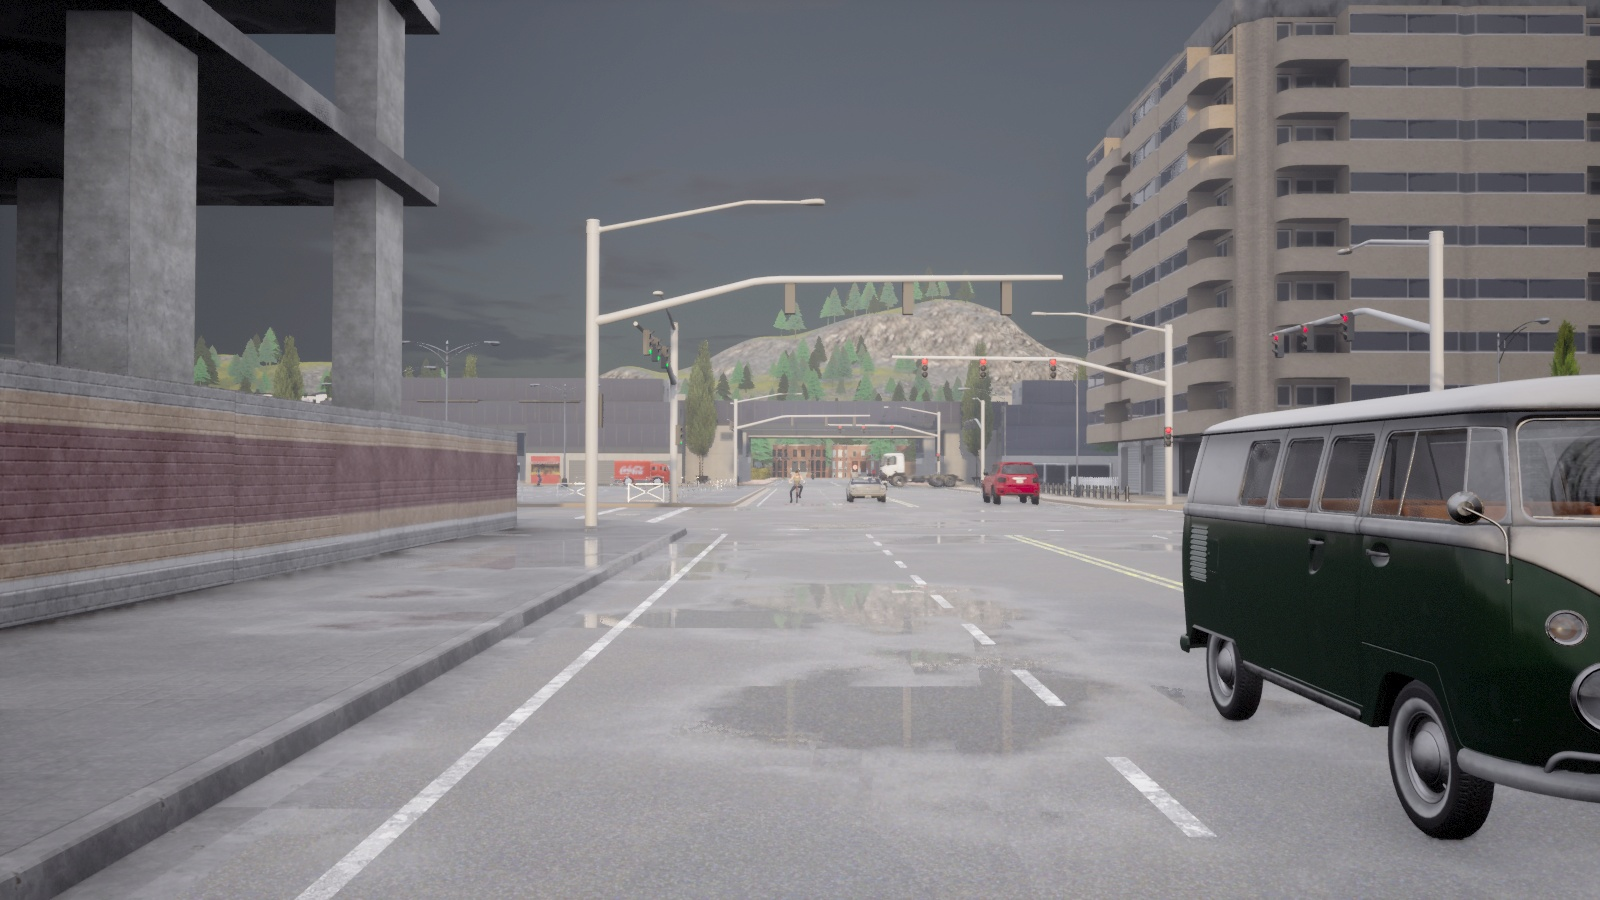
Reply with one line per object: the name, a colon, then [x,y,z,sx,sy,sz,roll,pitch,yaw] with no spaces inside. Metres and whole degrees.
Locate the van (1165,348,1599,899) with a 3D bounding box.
van: [3.485,0.665,6.680,1.775,1.987,4.442,0,-1,0]

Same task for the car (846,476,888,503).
car: [3.361,1.973,63.965,1.895,1.301,4.718,0,-1,0]

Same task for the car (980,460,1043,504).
car: [10.294,1.522,61.495,2.150,2.045,5.566,0,-1,0]
